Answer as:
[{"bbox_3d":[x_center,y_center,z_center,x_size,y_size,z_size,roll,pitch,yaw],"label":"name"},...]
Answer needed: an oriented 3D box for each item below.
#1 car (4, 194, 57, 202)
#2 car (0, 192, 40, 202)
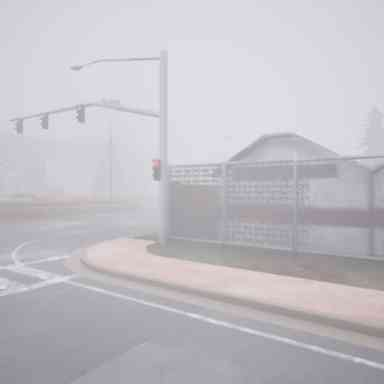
[{"bbox_3d":[-17.052,1.302,36.093,1.882,1.535,5.008,0,0,34],"label":"car"},{"bbox_3d":[-19.945,1.027,38.048,2.150,2.045,5.566,0,0,34],"label":"car"}]
